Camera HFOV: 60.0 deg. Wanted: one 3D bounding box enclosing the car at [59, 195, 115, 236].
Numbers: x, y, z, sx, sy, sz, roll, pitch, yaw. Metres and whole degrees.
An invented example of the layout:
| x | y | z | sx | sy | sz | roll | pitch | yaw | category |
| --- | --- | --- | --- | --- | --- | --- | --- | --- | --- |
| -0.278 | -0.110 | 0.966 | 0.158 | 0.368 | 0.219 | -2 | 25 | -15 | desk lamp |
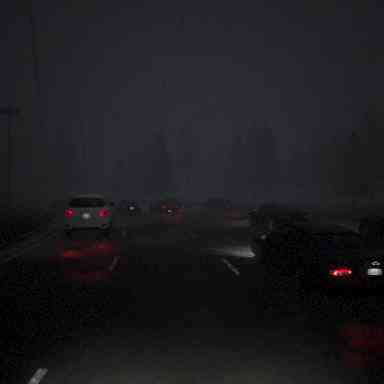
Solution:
| x | y | z | sx | sy | sz | roll | pitch | yaw | category |
| --- | --- | --- | --- | --- | --- | --- | --- | --- | --- |
| -5.514 | 1.162 | 18.127 | 2.150 | 2.045 | 5.566 | 0 | 0 | -12 | car |

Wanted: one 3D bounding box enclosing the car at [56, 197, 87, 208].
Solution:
| x | y | z | sx | sy | sz | roll | pitch | yaw | category |
| --- | --- | --- | --- | --- | --- | --- | --- | --- | --- |
| -16.790 | 1.451 | 46.139 | 4.718 | 1.301 | 1.895 | 0 | 0 | 39 | car |

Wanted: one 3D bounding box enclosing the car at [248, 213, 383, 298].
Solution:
| x | y | z | sx | sy | sz | roll | pitch | yaw | category |
| --- | --- | --- | --- | --- | --- | --- | --- | --- | --- |
| 3.101 | 1.518 | 8.659 | 2.033 | 1.411 | 5.357 | 0 | 0 | -6 | car |

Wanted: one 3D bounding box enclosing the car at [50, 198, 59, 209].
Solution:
| x | y | z | sx | sy | sz | roll | pitch | yaw | category |
| --- | --- | --- | --- | --- | --- | --- | --- | --- | --- |
| -15.435 | 1.348 | 39.999 | 1.882 | 1.535 | 5.008 | 0 | 0 | -42 | car |

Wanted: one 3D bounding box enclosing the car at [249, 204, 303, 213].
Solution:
| x | y | z | sx | sy | sz | roll | pitch | yaw | category |
| --- | --- | --- | --- | --- | --- | --- | --- | --- | --- |
| 4.860 | 1.412 | 19.408 | 1.882 | 1.535 | 5.008 | 0 | 0 | -11 | car |

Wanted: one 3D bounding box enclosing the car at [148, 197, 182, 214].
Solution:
| x | y | z | sx | sy | sz | roll | pitch | yaw | category |
| --- | --- | --- | --- | --- | --- | --- | --- | --- | --- |
| -3.014 | 1.490 | 33.583 | 1.895 | 1.301 | 4.718 | 0 | 0 | -24 | car |

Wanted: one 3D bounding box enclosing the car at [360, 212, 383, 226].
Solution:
| x | y | z | sx | sy | sz | roll | pitch | yaw | category |
| --- | --- | --- | --- | --- | --- | --- | --- | --- | --- |
| 9.298 | 1.303 | 14.242 | 2.097 | 1.767 | 4.553 | 0 | 0 | -8 | car |

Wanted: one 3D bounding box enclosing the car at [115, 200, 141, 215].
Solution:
| x | y | z | sx | sy | sz | roll | pitch | yaw | category |
| --- | --- | --- | --- | --- | --- | --- | --- | --- | --- |
| -6.298 | 1.458 | 32.159 | 1.994 | 1.385 | 4.181 | 0 | 0 | -23 | car |

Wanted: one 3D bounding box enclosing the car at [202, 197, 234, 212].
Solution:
| x | y | z | sx | sy | sz | roll | pitch | yaw | category |
| --- | --- | --- | --- | --- | --- | --- | --- | --- | --- |
| 2.841 | 1.352 | 37.812 | 1.882 | 1.535 | 5.008 | 0 | 0 | -24 | car |
